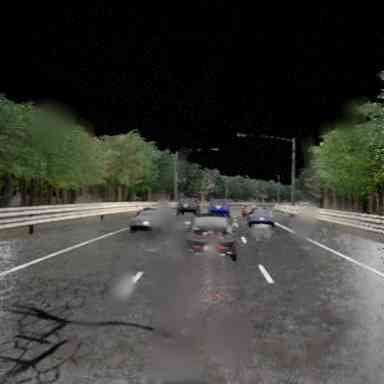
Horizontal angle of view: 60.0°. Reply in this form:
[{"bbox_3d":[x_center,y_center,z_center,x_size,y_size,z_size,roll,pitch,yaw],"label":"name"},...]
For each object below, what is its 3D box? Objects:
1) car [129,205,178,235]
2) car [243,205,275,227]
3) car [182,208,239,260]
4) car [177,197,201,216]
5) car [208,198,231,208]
[{"bbox_3d":[-2.254,1.631,19.511,1.994,1.385,4.181,2,-1,5],"label":"car"},{"bbox_3d":[5.316,1.938,26.026,1.994,1.385,4.181,1,-1,8],"label":"car"},{"bbox_3d":[0.735,1.587,12.931,1.837,1.490,4.892,1,0,4],"label":"car"},{"bbox_3d":[-0.327,1.658,37.372,2.150,2.045,5.566,1,-1,7],"label":"car"},{"bbox_3d":[2.885,1.697,34.946,2.150,2.045,5.566,1,-1,7],"label":"car"}]
